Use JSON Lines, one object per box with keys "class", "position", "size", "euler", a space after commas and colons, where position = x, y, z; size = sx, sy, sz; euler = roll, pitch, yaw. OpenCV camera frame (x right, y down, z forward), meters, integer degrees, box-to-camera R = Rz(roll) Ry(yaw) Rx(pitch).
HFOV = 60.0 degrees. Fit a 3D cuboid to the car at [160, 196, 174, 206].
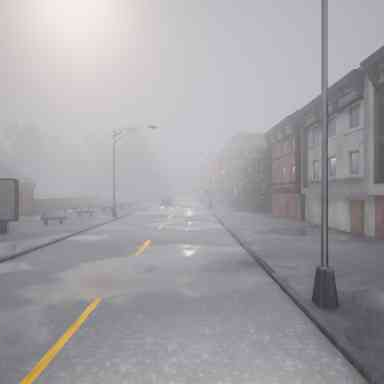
{"class": "car", "position": [-4.047, 1.511, 54.325], "size": [1.837, 1.490, 4.892], "euler": [0, 0, 0]}
